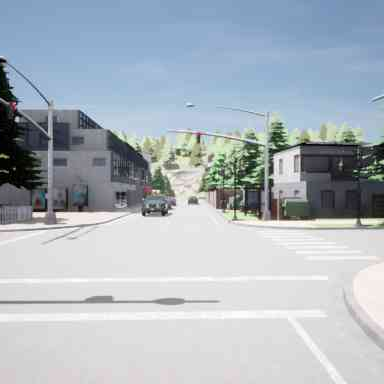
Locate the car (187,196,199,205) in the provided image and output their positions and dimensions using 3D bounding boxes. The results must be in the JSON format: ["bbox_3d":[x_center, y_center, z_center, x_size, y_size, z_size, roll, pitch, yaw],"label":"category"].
[{"bbox_3d":[0.185,1.505,59.556,1.837,1.490,4.892,0,0,0],"label":"car"}]

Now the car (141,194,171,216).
[{"bbox_3d":[-3.555,1.221,32.699,2.150,2.045,5.566,0,0,0],"label":"car"}]

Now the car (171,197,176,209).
[{"bbox_3d":[-3.538,1.491,43.106,2.128,1.511,4.902,0,0,0],"label":"car"}]
